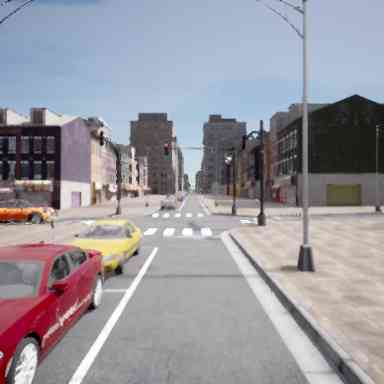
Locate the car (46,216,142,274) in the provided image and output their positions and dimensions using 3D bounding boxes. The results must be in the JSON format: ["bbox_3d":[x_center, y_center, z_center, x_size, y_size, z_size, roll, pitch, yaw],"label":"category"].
[{"bbox_3d":[-2.623,1.482,10.448,1.752,1.417,4.829,1,0,0],"label":"car"}]

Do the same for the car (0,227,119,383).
[{"bbox_3d":[-2.626,1.528,5.083,1.887,1.381,4.507,1,0,0],"label":"car"}]

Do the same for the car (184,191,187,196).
[{"bbox_3d":[-2.612,1.068,65.961,1.947,1.339,4.313,1,1,0],"label":"car"}]

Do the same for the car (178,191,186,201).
[{"bbox_3d":[-2.612,1.097,60.313,1.887,1.381,4.507,1,1,0],"label":"car"}]

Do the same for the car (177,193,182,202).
[{"bbox_3d":[-2.615,1.231,43.197,1.752,1.417,4.829,1,0,0],"label":"car"}]

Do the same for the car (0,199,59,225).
[{"bbox_3d":[-11.597,1.335,22.736,4.553,1.767,2.097,-1,-1,0],"label":"car"}]

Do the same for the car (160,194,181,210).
[{"bbox_3d":[-2.616,1.303,37.718,2.008,1.369,4.403,1,0,0],"label":"car"}]
